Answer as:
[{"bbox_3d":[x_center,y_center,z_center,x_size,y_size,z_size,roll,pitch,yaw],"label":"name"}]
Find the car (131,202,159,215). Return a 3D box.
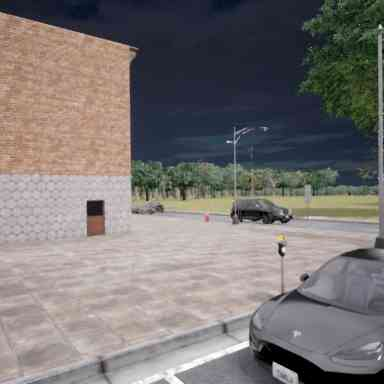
[{"bbox_3d":[-6.577,2.331,44.247,1.994,1.385,4.181,-1,-1,-35],"label":"car"}]

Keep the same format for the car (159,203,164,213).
[{"bbox_3d":[-5.823,2.290,48.228,1.837,1.490,4.892,-1,-1,-35],"label":"car"}]

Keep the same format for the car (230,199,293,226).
[{"bbox_3d":[5.526,1.575,27.188,2.150,2.045,5.566,-1,-1,-35],"label":"car"}]

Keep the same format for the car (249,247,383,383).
[{"bbox_3d":[2.753,1.563,4.782,4.313,1.339,1.947,0,-1,-35],"label":"car"}]
